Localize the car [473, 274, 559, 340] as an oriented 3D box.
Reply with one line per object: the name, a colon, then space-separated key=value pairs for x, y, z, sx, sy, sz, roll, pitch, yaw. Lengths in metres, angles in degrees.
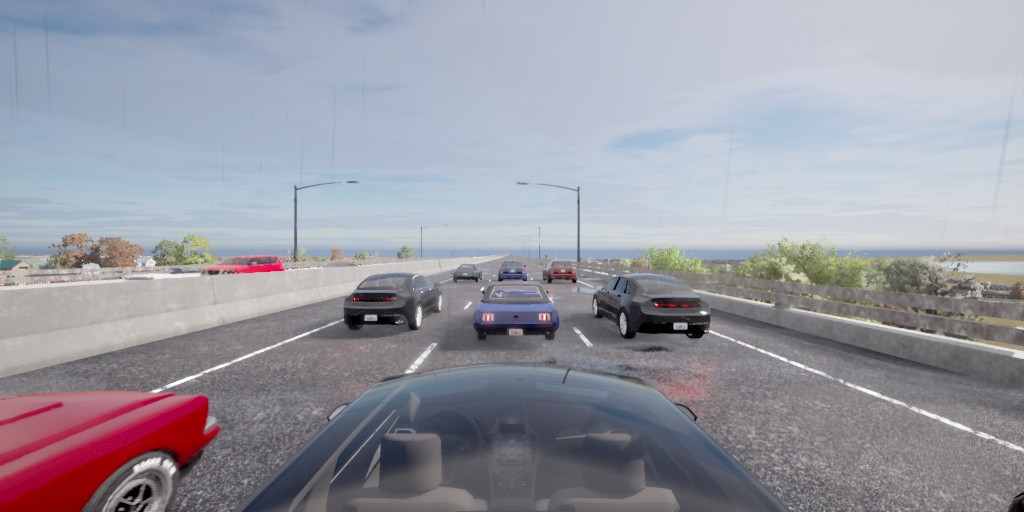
car: x=0.089 y=1.348 z=9.911 sx=1.895 sy=1.301 sz=4.718 roll=0 pitch=0 yaw=0

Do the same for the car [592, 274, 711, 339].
car: x=3.588 y=1.252 z=10.067 sx=1.837 sy=1.490 sz=4.892 roll=0 pitch=0 yaw=0

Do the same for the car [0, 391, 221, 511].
car: x=-3.400 y=1.351 z=0.864 sx=1.895 sy=1.301 sz=4.718 roll=0 pitch=0 yaw=0

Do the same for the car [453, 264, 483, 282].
car: x=-3.437 y=1.303 z=28.366 sx=1.994 sy=1.385 sz=4.181 roll=0 pitch=0 yaw=0

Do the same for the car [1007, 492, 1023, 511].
car: x=3.600 y=1.314 z=0.112 sx=1.994 sy=1.385 sz=4.181 roll=0 pitch=0 yaw=0

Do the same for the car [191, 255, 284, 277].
car: x=-17.631 y=0.963 z=23.811 sx=2.150 sy=2.045 sz=5.566 roll=0 pitch=0 yaw=0

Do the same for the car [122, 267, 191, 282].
car: x=-21.129 y=1.342 z=22.440 sx=1.895 sy=1.301 sz=4.718 roll=0 pitch=0 yaw=0

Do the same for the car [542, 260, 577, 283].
car: x=3.569 y=1.092 z=27.544 sx=2.097 sy=1.767 sz=4.553 roll=0 pitch=0 yaw=-1

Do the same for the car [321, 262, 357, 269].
car: x=-14.137 y=1.216 z=29.318 sx=1.882 sy=1.535 sz=5.008 roll=0 pitch=0 yaw=0

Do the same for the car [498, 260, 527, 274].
car: x=0.062 y=1.092 z=27.539 sx=2.097 sy=1.767 sz=4.553 roll=0 pitch=0 yaw=0

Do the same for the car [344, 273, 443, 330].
car: x=-3.413 y=1.251 z=11.087 sx=1.837 sy=1.490 sz=4.892 roll=0 pitch=0 yaw=0
